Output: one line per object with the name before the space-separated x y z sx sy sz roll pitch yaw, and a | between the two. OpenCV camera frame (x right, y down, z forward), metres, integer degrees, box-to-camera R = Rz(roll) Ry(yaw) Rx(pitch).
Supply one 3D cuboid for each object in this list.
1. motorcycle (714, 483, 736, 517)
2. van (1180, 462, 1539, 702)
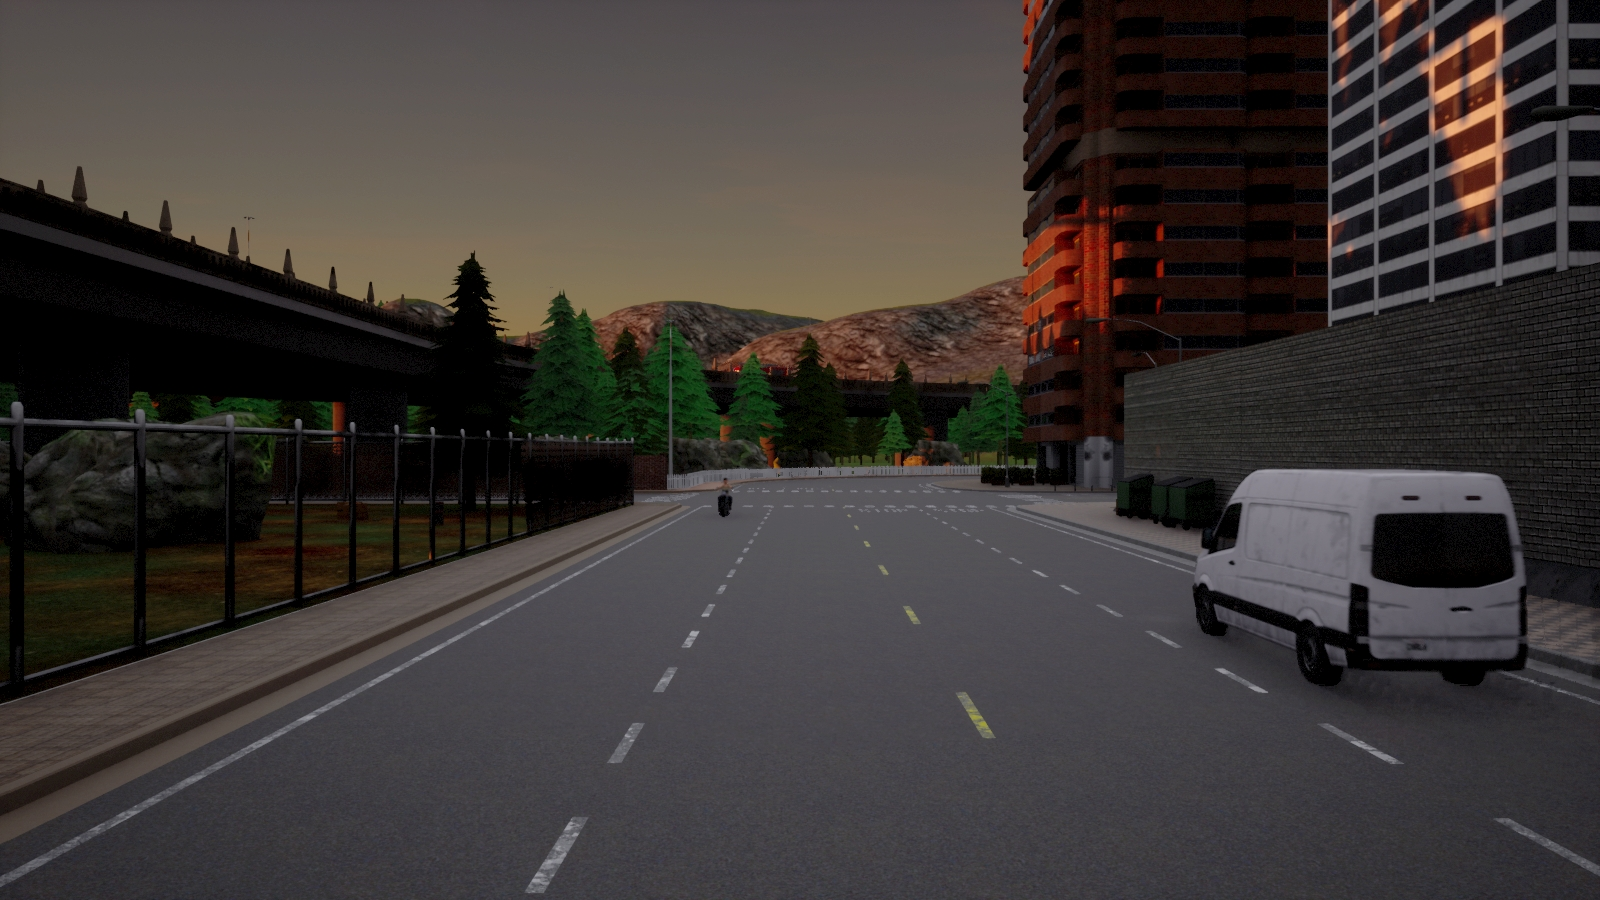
motorcycle | -3.166 2.099 48.174 0.764 1.307 2.356 0 0 0
van | 7.107 1.479 15.462 1.988 2.561 5.915 0 0 0
